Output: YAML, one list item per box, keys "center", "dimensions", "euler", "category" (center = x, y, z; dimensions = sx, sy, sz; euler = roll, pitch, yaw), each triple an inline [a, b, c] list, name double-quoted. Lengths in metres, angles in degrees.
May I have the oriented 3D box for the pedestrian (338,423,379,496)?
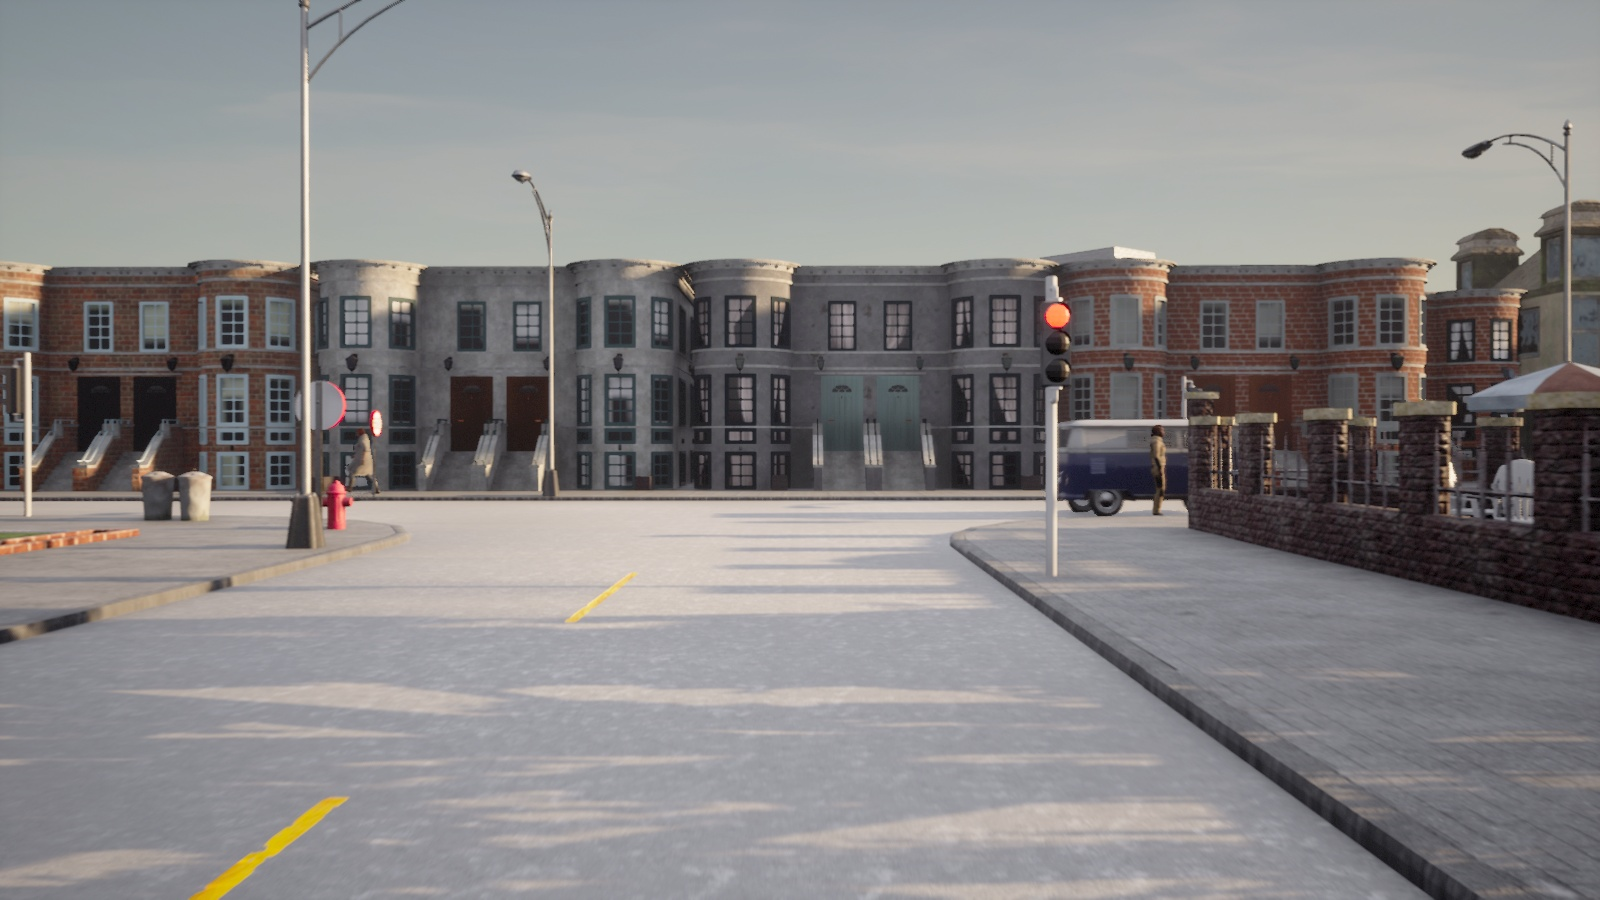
- center: [-11.990, 0.254, 34.130]
  dimensions: [0.873, 1.952, 0.659]
  euler: [0, 0, 1]
  category: "pedestrian"

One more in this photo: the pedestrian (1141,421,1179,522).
- center: [7.030, 0.414, 24.493]
  dimensions: [0.692, 1.930, 0.396]
  euler: [0, 0, 18]
  category: "pedestrian"

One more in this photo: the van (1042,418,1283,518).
- center: [7.427, 0.359, 25.962]
  dimensions: [4.442, 1.987, 1.775]
  euler: [0, 0, -6]
  category: "van"
